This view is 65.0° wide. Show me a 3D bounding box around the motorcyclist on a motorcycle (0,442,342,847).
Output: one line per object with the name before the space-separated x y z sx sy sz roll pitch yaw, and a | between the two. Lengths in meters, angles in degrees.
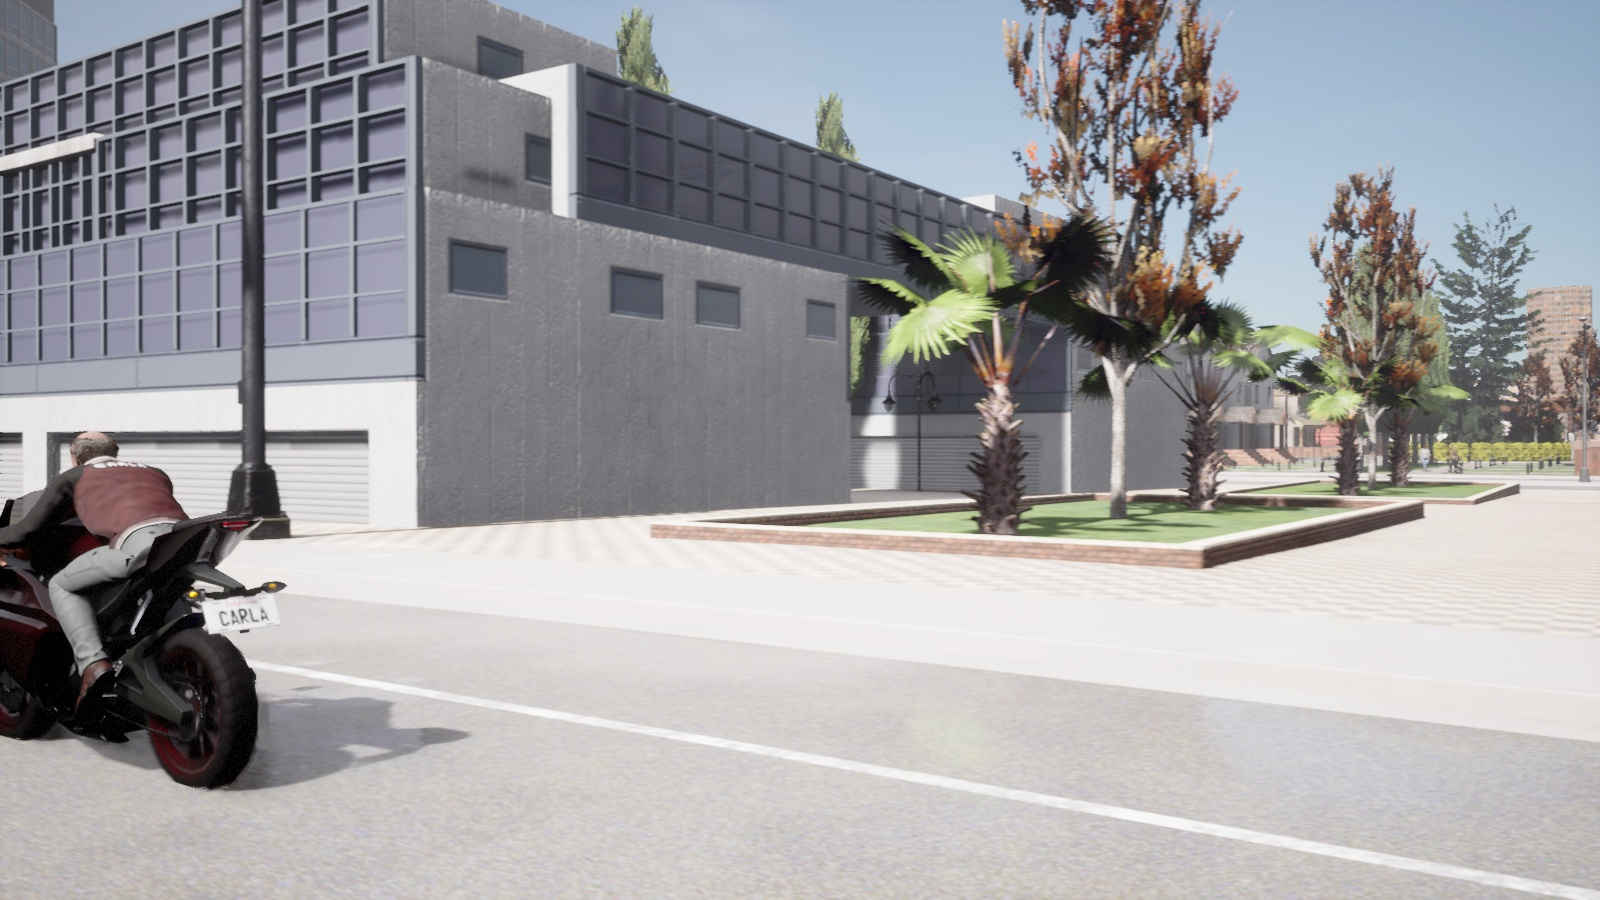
motorcyclist on a motorcycle | -3.167 0.747 5.729 2.191 1.530 0.866 -1 1 34

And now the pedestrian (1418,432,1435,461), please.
pedestrian | 41.463 -0.245 83.115 0.874 1.855 0.900 -1 0 17
